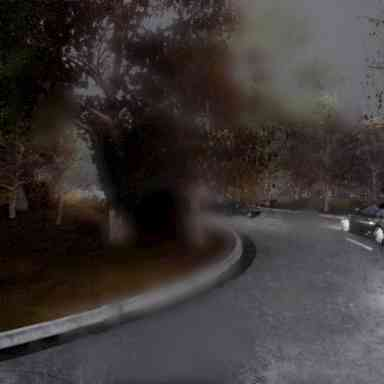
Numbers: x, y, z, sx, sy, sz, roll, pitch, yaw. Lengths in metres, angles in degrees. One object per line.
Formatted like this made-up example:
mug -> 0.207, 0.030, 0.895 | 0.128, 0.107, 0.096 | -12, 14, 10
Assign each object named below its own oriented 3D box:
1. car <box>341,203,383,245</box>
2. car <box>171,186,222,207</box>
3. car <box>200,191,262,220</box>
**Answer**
car -> 7.548, 1.129, 13.023 | 1.994, 1.385, 4.181 | 1, 2, 2
car -> 0.261, 0.312, 28.058 | 1.837, 1.490, 4.892 | 0, 2, -34
car -> 1.871, 0.777, 19.557 | 1.895, 1.301, 4.718 | 0, 3, -33
